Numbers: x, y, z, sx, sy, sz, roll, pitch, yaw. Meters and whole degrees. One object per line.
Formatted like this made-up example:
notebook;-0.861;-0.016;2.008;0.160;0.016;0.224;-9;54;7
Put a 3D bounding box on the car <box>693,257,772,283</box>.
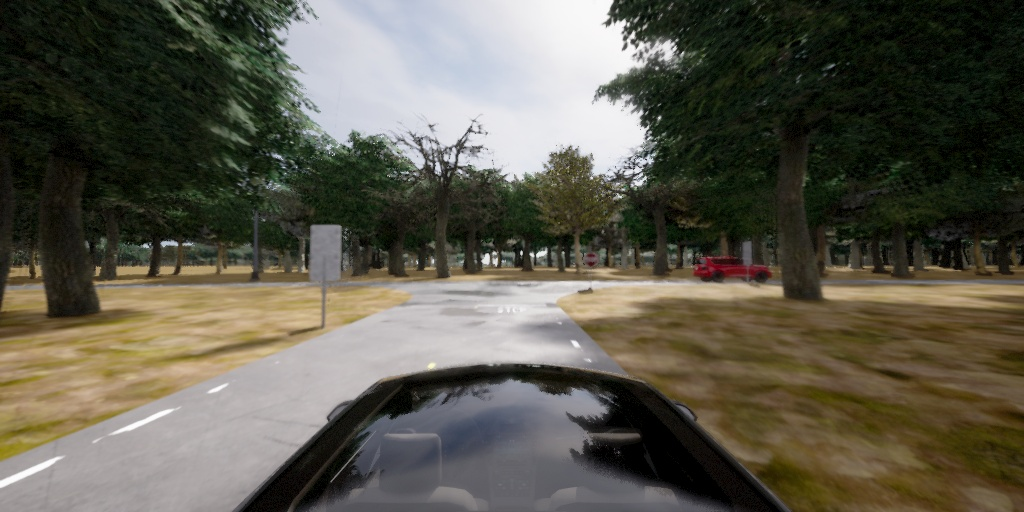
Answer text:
car;17.570;1.117;28.820;5.566;2.045;2.150;0;-2;2
